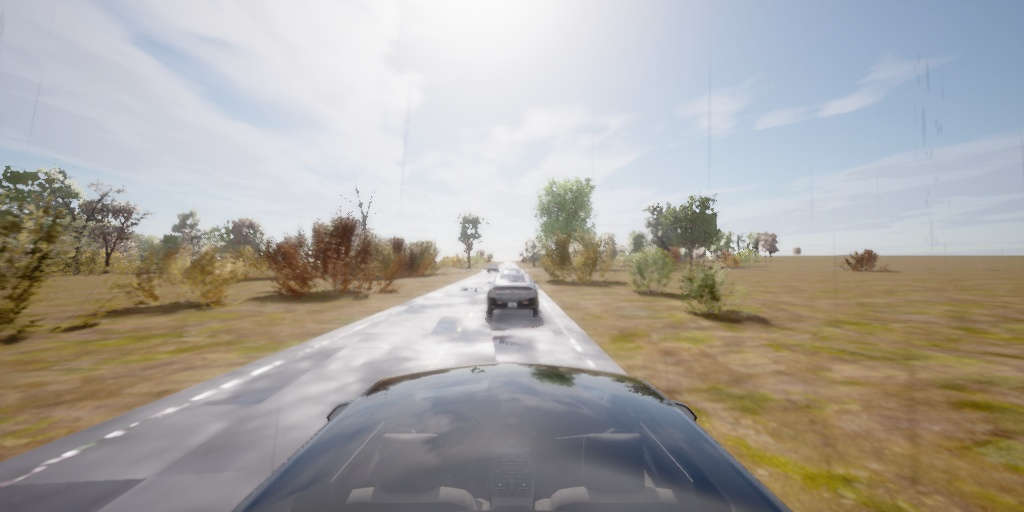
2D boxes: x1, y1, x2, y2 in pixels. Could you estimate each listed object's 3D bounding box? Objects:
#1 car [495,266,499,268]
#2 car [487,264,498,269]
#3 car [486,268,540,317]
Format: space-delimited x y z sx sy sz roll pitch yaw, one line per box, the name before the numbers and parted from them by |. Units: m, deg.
car | 0.016 1.625 26.953 2.033 1.411 5.357 0 -1 0
car | -3.060 1.986 58.256 1.812 1.442 4.674 0 -1 0
car | 0.039 1.403 14.033 2.128 1.511 4.902 0 -1 0
